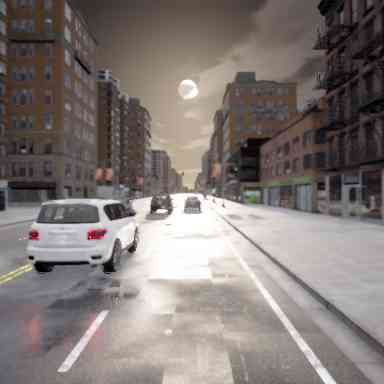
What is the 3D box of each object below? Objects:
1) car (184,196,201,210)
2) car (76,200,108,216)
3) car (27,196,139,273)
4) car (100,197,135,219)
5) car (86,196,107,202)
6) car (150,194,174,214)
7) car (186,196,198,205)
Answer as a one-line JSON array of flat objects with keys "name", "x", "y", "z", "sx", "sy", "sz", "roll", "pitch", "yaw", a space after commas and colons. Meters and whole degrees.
[{"name": "car", "x": 0.057, "y": 1.331, "z": 41.569, "sx": 2.097, "sy": 1.767, "sz": 4.553, "roll": 0, "pitch": 0, "yaw": 0}, {"name": "car", "x": -9.877, "y": 1.527, "z": 33.231, "sx": 1.812, "sy": 1.442, "sz": 4.674, "roll": 0, "pitch": 0, "yaw": 0}, {"name": "car", "x": -3.159, "y": 1.222, "z": 10.775, "sx": 2.150, "sy": 2.045, "sz": 5.566, "roll": 0, "pitch": 0, "yaw": 0}, {"name": "car", "x": -6.625, "y": 1.348, "z": 30.082, "sx": 2.097, "sy": 1.767, "sz": 4.553, "roll": 0, "pitch": 0, "yaw": 0}, {"name": "car", "x": -22.238, "y": 1.593, "z": 77.557, "sx": 4.313, "sy": 1.339, "sz": 1.947, "roll": 0, "pitch": 0, "yaw": 0}, {"name": "car", "x": -3.190, "y": 1.209, "z": 35.843, "sx": 2.150, "sy": 2.045, "sz": 5.566, "roll": 0, "pitch": 0, "yaw": 0}, {"name": "car", "x": -0.012, "y": 1.463, "z": 58.508, "sx": 2.128, "sy": 1.511, "sz": 4.902, "roll": 0, "pitch": 0, "yaw": 0}]
